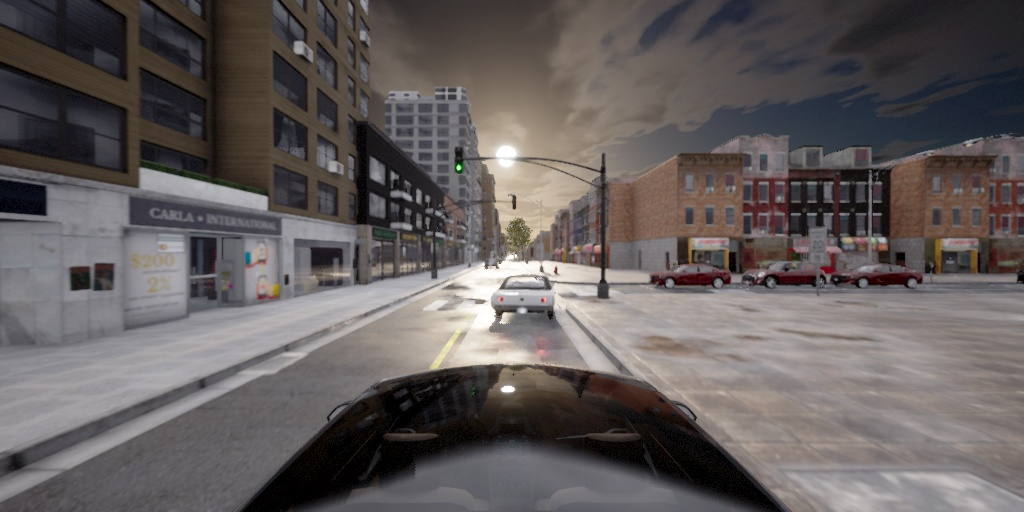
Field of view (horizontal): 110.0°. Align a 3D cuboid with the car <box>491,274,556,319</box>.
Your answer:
[{"bbox_3d":[0.576,1.276,12.536,1.895,1.301,4.718,0,0,7],"label":"car"}]

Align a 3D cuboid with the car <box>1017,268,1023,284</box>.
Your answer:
[{"bbox_3d":[33.105,1.090,21.171,4.892,1.490,1.837,0,1,0],"label":"car"}]

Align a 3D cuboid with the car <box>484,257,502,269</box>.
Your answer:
[{"bbox_3d":[-2.844,0.975,50.408,2.128,1.511,4.902,0,0,0],"label":"car"}]

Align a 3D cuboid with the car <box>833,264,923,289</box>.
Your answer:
[{"bbox_3d":[21.292,1.142,21.076,4.507,1.381,1.888,0,0,0],"label":"car"}]

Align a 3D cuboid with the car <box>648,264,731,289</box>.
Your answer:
[{"bbox_3d":[10.363,1.152,21.084,4.507,1.381,1.888,0,0,0],"label":"car"}]

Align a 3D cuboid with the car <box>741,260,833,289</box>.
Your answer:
[{"bbox_3d":[15.827,1.042,21.081,4.097,1.591,1.967,0,0,0],"label":"car"}]
